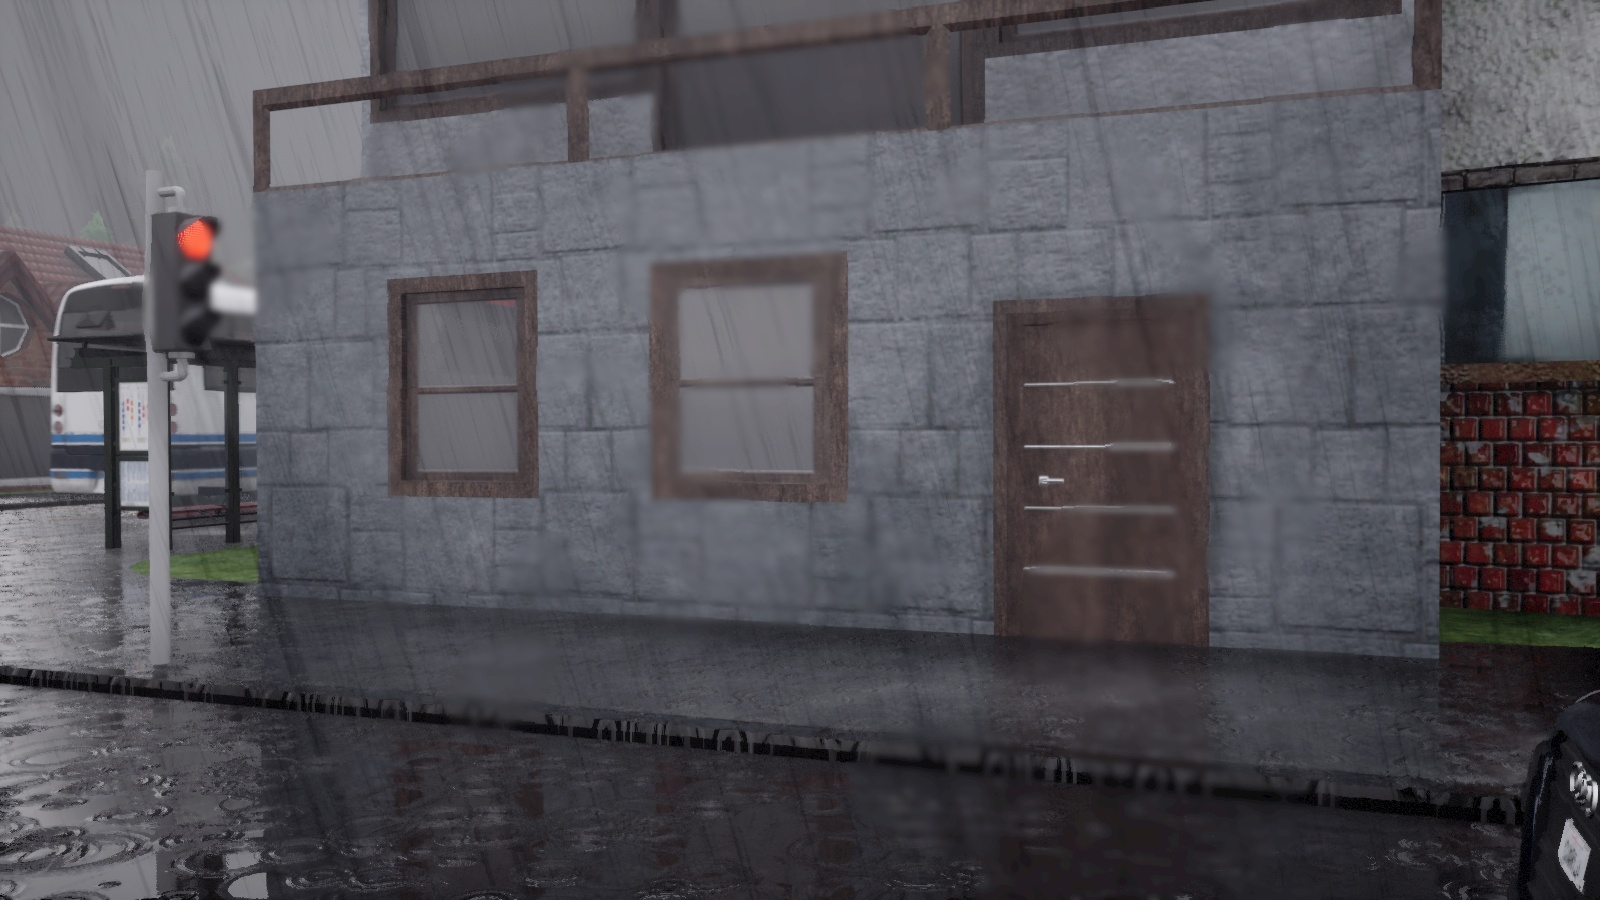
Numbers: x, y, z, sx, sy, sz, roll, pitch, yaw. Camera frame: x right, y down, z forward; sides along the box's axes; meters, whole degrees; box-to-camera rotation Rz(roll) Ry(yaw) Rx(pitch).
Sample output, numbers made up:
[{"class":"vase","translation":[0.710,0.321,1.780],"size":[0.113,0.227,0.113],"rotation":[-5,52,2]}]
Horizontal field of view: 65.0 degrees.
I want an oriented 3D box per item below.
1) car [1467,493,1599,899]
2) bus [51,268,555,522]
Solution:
[{"class":"car","translation":[3.777,0.866,2.418],"size":[4.181,1.385,1.994],"rotation":[1,1,21]},{"class":"bus","translation":[-9.686,-1.011,26.538],"size":[3.944,4.253,10.273],"rotation":[1,1,21]}]
